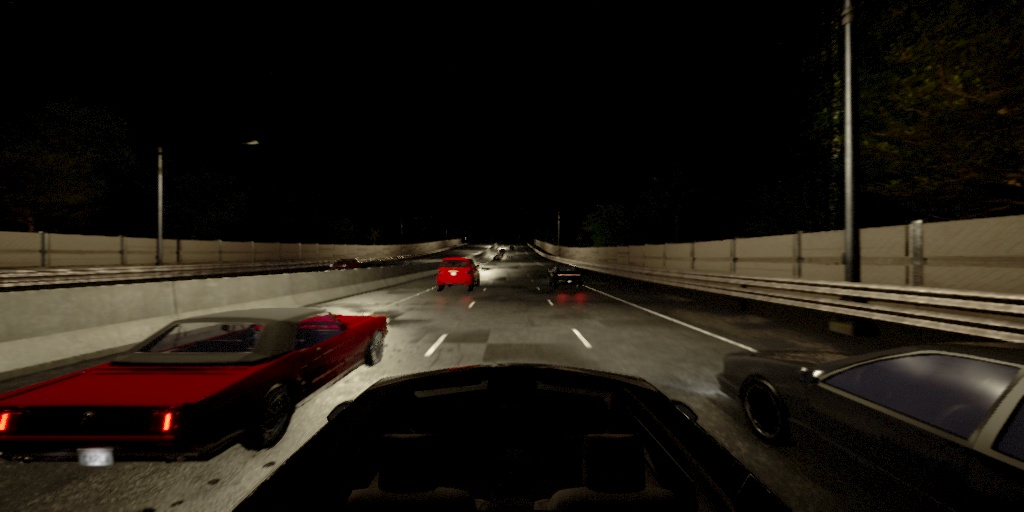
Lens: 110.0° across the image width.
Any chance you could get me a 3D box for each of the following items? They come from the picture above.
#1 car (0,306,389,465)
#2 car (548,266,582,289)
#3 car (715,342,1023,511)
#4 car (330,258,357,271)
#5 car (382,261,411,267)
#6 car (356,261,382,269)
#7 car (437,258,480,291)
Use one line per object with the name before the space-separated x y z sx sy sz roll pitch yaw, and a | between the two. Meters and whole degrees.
car | -3.401 1.381 5.160 1.895 1.301 4.718 0 0 0
car | 3.597 1.397 24.807 2.128 1.511 4.902 0 0 0
car | 3.601 1.302 2.240 2.033 1.411 5.357 0 0 0
car | -21.062 1.099 45.290 2.097 1.767 4.553 0 1 0
car | -14.067 1.296 45.216 2.033 1.411 5.357 0 1 1
car | -17.565 1.307 45.548 1.994 1.385 4.181 0 1 0
car | -3.402 1.127 23.470 2.150 2.045 5.566 0 0 0
